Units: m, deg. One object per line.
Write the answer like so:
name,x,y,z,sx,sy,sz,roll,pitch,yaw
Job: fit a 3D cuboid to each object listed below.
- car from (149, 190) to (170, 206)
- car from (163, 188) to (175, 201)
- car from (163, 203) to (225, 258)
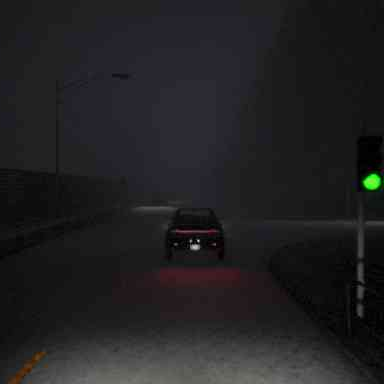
car,-4.086,0.841,40.831,1.882,1.535,5.008,0,1,0
car,-4.045,0.350,55.834,2.150,2.045,5.566,0,1,0
car,0.095,1.306,11.844,2.128,1.511,4.902,0,1,0
